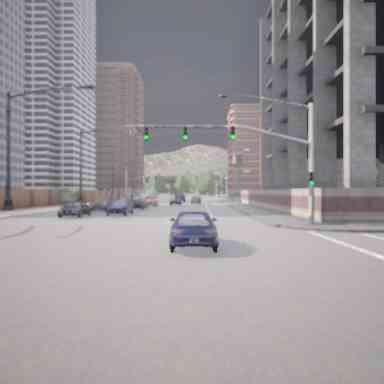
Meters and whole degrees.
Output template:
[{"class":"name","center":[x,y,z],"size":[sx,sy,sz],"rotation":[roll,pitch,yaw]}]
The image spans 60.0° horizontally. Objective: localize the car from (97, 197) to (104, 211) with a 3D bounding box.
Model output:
[{"class":"car","center":[-10.322,1.344,38.639],"size":[2.097,1.767,4.553],"rotation":[0,0,1]}]

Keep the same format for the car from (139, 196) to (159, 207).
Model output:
[{"class":"car","center":[-6.452,1.338,51.712],"size":[2.097,1.767,4.553],"rotation":[0,0,2]}]

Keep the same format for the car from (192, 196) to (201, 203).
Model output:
[{"class":"car","center":[1.000,1.503,70.471],"size":[1.812,1.442,4.674],"rotation":[0,0,1]}]

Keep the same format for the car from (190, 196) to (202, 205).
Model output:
[{"class":"car","center":[0.762,1.473,60.077],"size":[2.128,1.511,4.902],"rotation":[0,0,1]}]

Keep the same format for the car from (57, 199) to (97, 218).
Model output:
[{"class":"car","center":[-10.508,1.558,30.080],"size":[1.994,1.385,4.181],"rotation":[0,0,1]}]

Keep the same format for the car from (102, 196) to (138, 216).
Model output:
[{"class":"car","center":[-6.957,1.470,32.564],"size":[1.882,1.535,5.008],"rotation":[0,0,1]}]

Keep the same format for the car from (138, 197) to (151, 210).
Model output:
[{"class":"car","center":[-6.735,1.590,41.906],"size":[1.895,1.301,4.718],"rotation":[0,0,1]}]

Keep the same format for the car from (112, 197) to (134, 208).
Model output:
[{"class":"car","center":[-10.049,1.466,48.767],"size":[1.882,1.535,5.008],"rotation":[0,0,2]}]

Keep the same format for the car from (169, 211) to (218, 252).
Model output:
[{"class":"car","center":[0.065,1.522,13.809],"size":[1.812,1.442,4.674],"rotation":[0,0,0]}]

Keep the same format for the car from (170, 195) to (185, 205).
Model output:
[{"class":"car","center":[-2.714,1.585,56.817],"size":[1.895,1.301,4.718],"rotation":[0,0,1]}]

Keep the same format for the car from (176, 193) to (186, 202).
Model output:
[{"class":"car","center":[-2.498,1.205,70.600],"size":[2.150,2.045,5.566],"rotation":[0,0,1]}]
